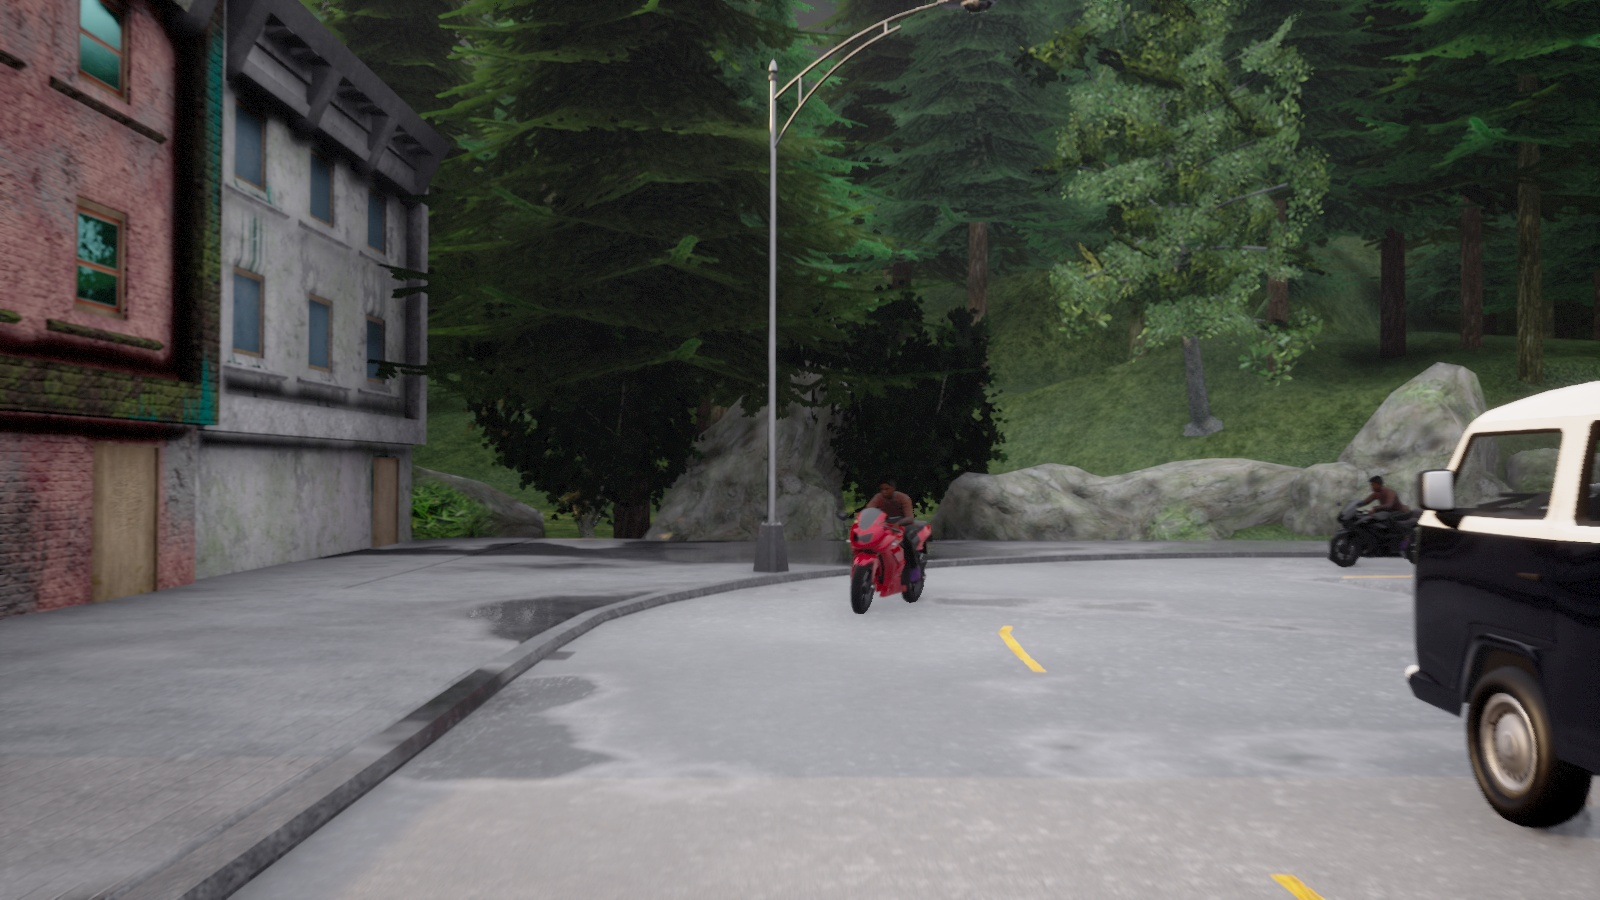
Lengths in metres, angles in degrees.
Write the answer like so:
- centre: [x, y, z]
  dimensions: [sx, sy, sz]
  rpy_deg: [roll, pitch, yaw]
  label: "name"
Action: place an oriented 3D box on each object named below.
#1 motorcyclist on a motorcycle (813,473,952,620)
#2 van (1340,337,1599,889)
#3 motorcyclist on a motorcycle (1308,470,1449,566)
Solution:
- centre: [0.975, 1.034, 14.281]
  dimensions: [0.797, 1.523, 2.044]
  rpy_deg: [1, 0, 27]
  label: "motorcyclist on a motorcycle"
- centre: [3.990, 0.599, 4.594]
  dimensions: [2.069, 2.038, 4.480]
  rpy_deg: [0, -1, 0]
  label: "van"
- centre: [9.595, 1.109, 20.853]
  dimensions: [2.044, 1.523, 0.797]
  rpy_deg: [0, 0, -10]
  label: "motorcyclist on a motorcycle"
